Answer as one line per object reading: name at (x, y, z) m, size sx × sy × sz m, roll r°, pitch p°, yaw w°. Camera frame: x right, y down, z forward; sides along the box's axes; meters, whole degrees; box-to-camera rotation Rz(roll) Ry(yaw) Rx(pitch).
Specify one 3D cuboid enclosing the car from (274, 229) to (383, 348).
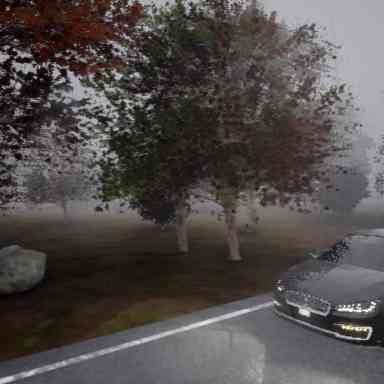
car at (3.618, 1.507, 6.265) m, size 4.892 × 1.490 × 1.837 m, roll 0°, pitch 0°, yaw -36°
